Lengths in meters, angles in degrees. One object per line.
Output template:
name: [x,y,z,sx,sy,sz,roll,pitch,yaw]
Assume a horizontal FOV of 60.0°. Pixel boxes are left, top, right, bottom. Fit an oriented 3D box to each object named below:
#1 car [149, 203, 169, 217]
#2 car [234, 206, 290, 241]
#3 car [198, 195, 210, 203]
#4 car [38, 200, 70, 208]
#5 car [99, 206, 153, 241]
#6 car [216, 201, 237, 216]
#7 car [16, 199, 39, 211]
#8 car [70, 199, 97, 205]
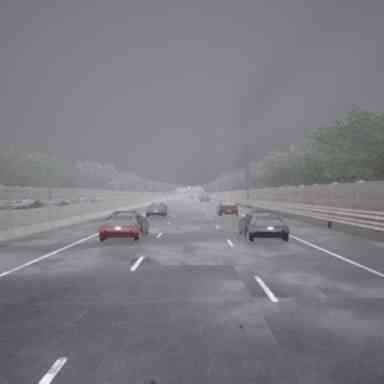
car: [-3.416,1.742,33.294,1.994,1.385,4.181,0,0,0]
car: [3.592,1.653,17.263,1.994,1.385,4.181,0,0,0]
car: [3.460,1.746,86.632,2.150,2.045,5.566,0,0,0]
car: [-17.600,1.789,43.655,2.033,1.411,5.357,0,0,0]
car: [-3.407,1.654,17.321,1.994,1.385,4.181,0,0,0]
car: [3.585,1.661,34.333,1.882,1.535,5.008,0,0,0]
car: [-21.096,1.719,43.604,1.882,1.535,5.008,0,-1,0]
car: [-14.098,1.740,44.604,2.128,1.511,4.902,0,-1,0]
